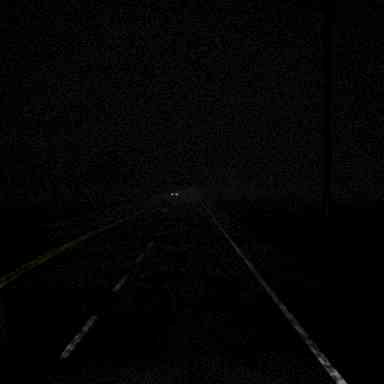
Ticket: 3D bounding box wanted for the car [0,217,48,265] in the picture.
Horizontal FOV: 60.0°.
[{"bbox_3d":[-6.757,1.576,11.490,1.895,1.301,4.718,0,0,-4],"label":"car"}]
